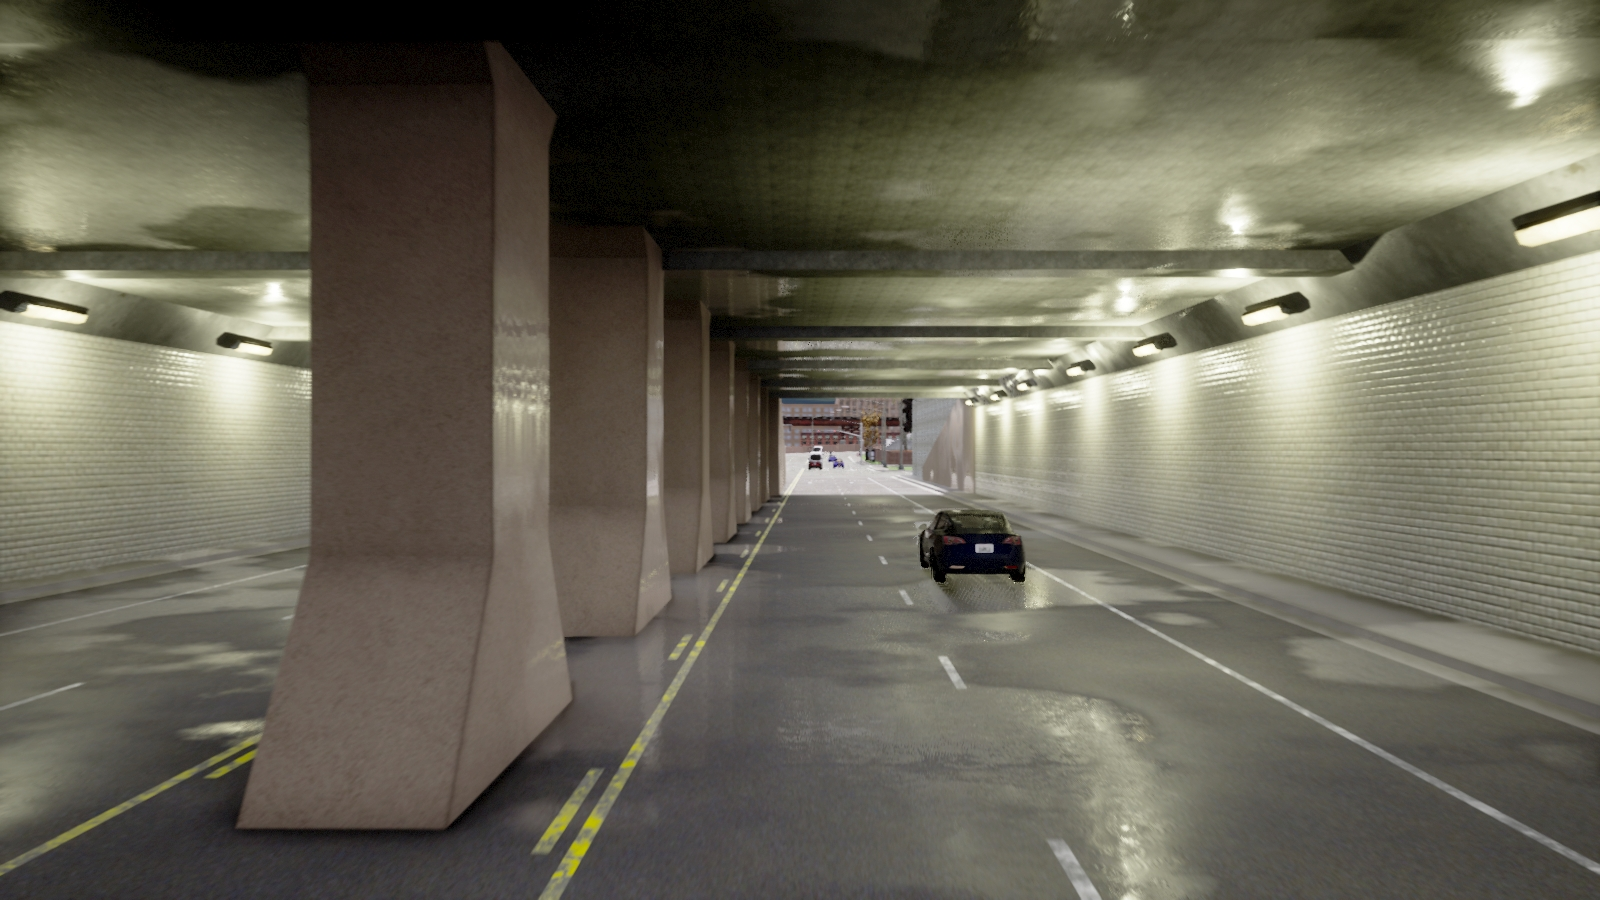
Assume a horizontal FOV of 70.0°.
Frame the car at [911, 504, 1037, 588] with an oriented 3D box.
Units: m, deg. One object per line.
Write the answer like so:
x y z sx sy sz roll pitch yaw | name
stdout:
3.783 2.063 25.730 2.163 1.488 4.792 0 0 1 | car
